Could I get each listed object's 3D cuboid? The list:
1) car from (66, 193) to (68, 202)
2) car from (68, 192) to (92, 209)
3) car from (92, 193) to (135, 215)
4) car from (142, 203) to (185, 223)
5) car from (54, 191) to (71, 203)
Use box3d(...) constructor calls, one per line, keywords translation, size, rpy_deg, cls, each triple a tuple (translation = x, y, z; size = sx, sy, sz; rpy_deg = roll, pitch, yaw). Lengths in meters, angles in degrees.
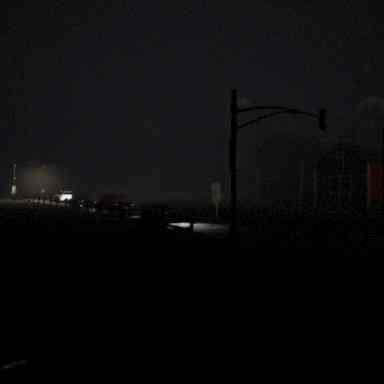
box3d(translation=(-17.573, 1.222, 52.020), size=(2.128, 1.511, 4.902), rpy_deg=(0, 0, -35), cls="car")
box3d(translation=(-13.487, 1.167, 41.420), size=(2.097, 1.767, 4.553), rpy_deg=(0, 0, -35), cls="car")
box3d(translation=(-7.740, 1.118, 33.346), size=(2.150, 2.045, 5.566), rpy_deg=(0, 0, -36), cls="car")
box3d(translation=(-2.295, 1.536, 25.738), size=(1.994, 1.385, 4.181), rpy_deg=(0, 0, -36), cls="car")
box3d(translation=(-22.879, 0.873, 59.396), size=(2.150, 2.045, 5.566), rpy_deg=(0, 0, -36), cls="car")
